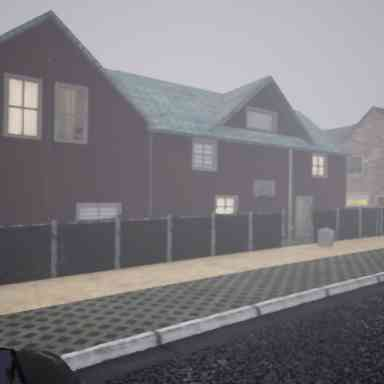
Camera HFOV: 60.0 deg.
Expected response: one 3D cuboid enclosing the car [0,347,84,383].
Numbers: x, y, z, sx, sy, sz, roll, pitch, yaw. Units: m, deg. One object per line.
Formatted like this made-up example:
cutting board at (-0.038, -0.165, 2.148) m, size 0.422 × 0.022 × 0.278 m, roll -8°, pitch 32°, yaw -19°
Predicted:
car at (-2.412, 1.559, 1.237) m, size 4.181 × 1.385 × 1.994 m, roll 0°, pitch 0°, yaw -35°
